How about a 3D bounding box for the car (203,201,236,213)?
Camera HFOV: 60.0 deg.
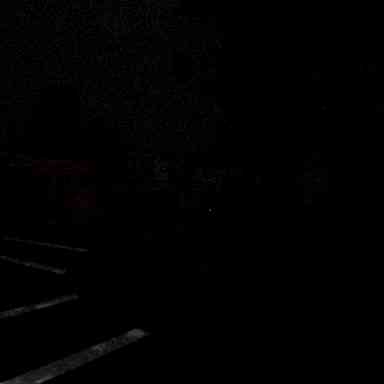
[{"bbox_3d":[3.195,1.640,37.326,1.895,1.301,4.718,0,0,34],"label":"car"}]
